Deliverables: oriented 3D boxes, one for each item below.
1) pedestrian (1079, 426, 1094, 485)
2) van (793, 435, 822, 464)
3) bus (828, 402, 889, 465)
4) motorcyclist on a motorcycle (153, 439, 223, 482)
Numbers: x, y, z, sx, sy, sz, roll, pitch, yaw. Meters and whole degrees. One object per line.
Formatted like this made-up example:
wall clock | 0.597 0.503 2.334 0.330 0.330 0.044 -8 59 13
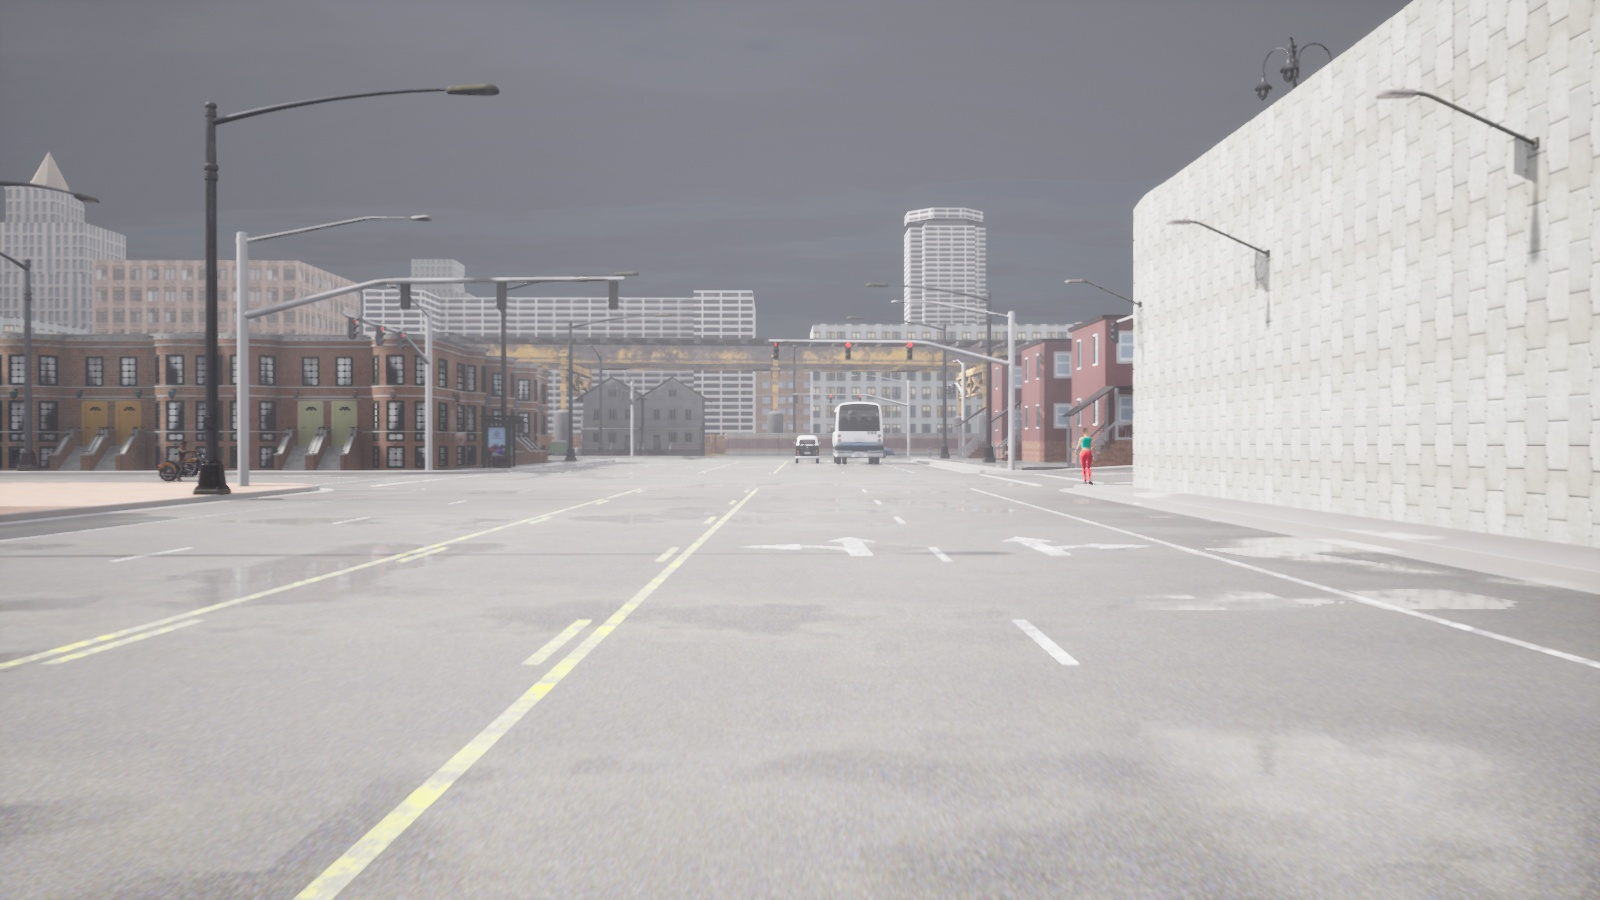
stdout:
pedestrian | 9.083 0.176 39.761 0.345 1.836 0.594 0 0 1
van | 0.539 -0.048 91.972 2.069 2.038 4.480 0 0 0
bus | 4.026 -1.132 89.613 3.944 4.253 10.273 0 0 0
motorcyclist on a motorcycle | -23.880 0.401 49.036 2.350 1.649 0.766 0 0 0
